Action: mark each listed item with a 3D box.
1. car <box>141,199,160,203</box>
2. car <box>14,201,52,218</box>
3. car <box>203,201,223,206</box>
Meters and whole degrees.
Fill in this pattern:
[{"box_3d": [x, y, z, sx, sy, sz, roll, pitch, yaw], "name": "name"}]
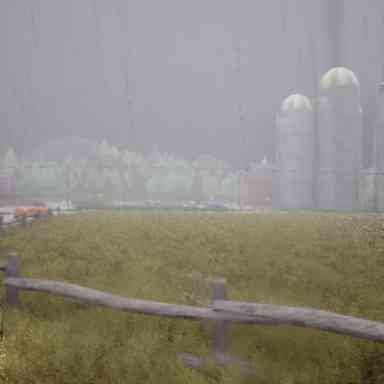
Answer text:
[{"box_3d": [-10.724, 2.739, 87.968, 4.605, 1.855, 1.932, 1, -1, -10], "name": "car"}, {"box_3d": [-15.376, 1.672, 32.534, 2.097, 1.767, 4.553, 1, -1, -3], "name": "car"}, {"box_3d": [4.852, 2.993, 76.591, 4.611, 1.667, 2.242, 1, -1, -10], "name": "car"}]
